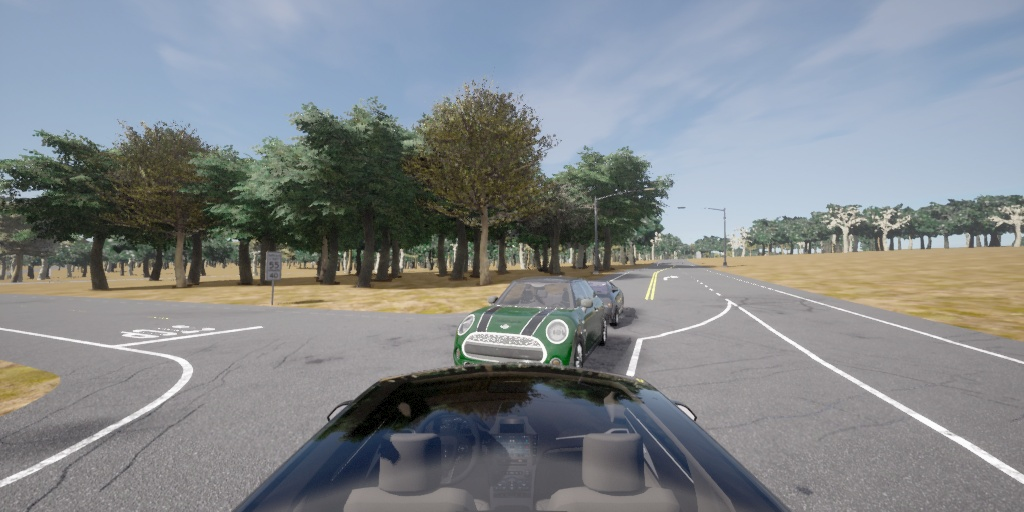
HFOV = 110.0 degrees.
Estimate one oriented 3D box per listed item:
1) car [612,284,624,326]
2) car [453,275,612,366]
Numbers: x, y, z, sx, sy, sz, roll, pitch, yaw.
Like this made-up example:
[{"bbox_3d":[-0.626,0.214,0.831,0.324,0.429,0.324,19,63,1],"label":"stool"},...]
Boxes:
[{"bbox_3d":[2.884,1.555,12.933,1.994,1.385,4.181,-2,0,22],"label":"car"},{"bbox_3d":[0.668,1.223,7.497,2.097,1.767,4.553,-1,-2,22],"label":"car"}]
